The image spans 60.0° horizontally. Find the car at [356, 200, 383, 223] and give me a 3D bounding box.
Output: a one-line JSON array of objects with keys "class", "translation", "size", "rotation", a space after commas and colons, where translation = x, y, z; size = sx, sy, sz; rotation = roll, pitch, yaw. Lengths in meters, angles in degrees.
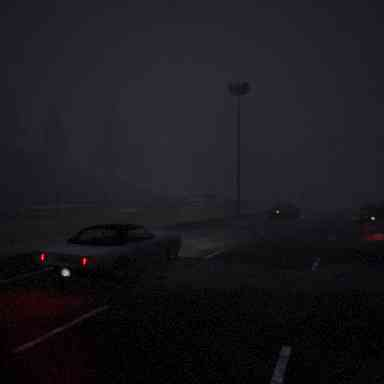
[{"class": "car", "translation": [13.978, 1.593, 25.473], "size": [1.837, 1.490, 4.892], "rotation": [0, 0, 31]}]

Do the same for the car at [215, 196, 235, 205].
[{"class": "car", "translation": [5.006, 1.637, 44.369], "size": [2.033, 1.411, 5.357], "rotation": [0, 0, 34]}]

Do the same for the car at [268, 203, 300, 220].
[{"class": "car", "translation": [8.228, 1.640, 29.538], "size": [1.994, 1.385, 4.181], "rotation": [0, 0, 31]}]

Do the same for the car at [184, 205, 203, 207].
[{"class": "car", "translation": [1.720, 1.307, 45.752], "size": [2.150, 2.045, 5.566], "rotation": [0, 0, 34]}]

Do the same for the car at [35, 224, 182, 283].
[{"class": "car", "translation": [-2.047, 1.609, 9.827], "size": [1.895, 1.301, 4.718], "rotation": [0, 0, 24]}]

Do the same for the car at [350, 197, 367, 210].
[{"class": "car", "translation": [22.581, 1.501, 44.551], "size": [2.097, 1.767, 4.553], "rotation": [0, 0, 33]}]

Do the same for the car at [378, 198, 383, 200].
[{"class": "car", "translation": [26.591, 1.710, 44.259], "size": [2.033, 1.411, 5.357], "rotation": [0, 0, 38]}]

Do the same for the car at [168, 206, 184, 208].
[{"class": "car", "translation": [-1.731, 1.596, 46.865], "size": [1.812, 1.442, 4.674], "rotation": [0, 0, 33]}]
